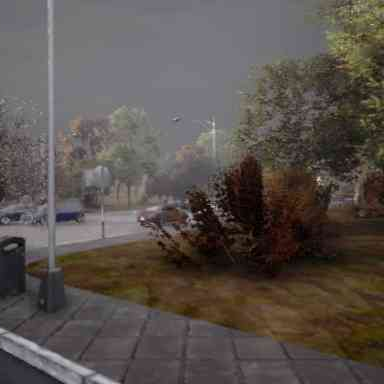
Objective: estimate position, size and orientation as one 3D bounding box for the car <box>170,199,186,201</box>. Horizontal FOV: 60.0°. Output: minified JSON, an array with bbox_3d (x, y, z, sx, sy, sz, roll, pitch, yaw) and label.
[{"bbox_3d":[-0.134,1.671,41.138,1.882,1.535,5.008,-1,0,32],"label":"car"}]

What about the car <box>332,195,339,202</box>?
[{"bbox_3d":[36.097,1.641,85.265,1.837,1.490,4.892,-1,0,32],"label":"car"}]

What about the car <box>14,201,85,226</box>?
[{"bbox_3d":[-10.354,1.536,24.962,2.097,1.767,4.553,-1,0,32],"label":"car"}]

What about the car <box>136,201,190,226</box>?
[{"bbox_3d":[-2.152,1.656,24.656,1.812,1.442,4.674,-1,0,32],"label":"car"}]

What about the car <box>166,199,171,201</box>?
[{"bbox_3d":[-2.621,1.726,43.754,1.837,1.490,4.892,-1,0,32],"label":"car"}]

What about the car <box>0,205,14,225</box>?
[{"bbox_3d":[-13.679,1.715,26.251,1.837,1.490,4.892,-1,0,32],"label":"car"}]
